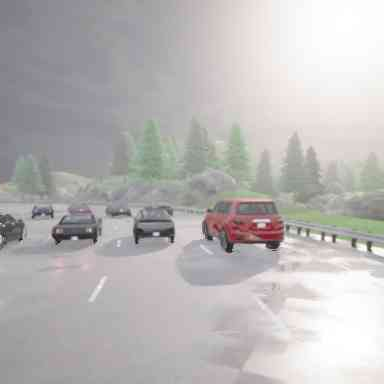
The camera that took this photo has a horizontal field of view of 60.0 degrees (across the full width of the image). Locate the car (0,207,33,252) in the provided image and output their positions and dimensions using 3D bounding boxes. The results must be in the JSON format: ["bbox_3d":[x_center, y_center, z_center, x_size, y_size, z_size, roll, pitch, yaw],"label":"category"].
[{"bbox_3d":[-8.644,1.607,14.286,1.837,1.490,4.892,0,0,-11],"label":"car"}]

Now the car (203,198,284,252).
[{"bbox_3d":[2.000,1.287,14.455,2.150,2.045,5.566,0,0,-10],"label":"car"}]

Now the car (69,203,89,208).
[{"bbox_3d":[-11.658,1.776,34.266,1.994,1.385,4.181,0,0,-25],"label":"car"}]

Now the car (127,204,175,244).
[{"bbox_3d":[-1.983,1.581,16.515,2.128,1.511,4.902,0,0,-11],"label":"car"}]

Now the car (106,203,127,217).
[{"bbox_3d":[-7.559,1.759,33.739,1.994,1.385,4.181,0,0,-23],"label":"car"}]

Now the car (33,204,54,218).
[{"bbox_3d":[-14.744,1.816,32.841,1.895,1.301,4.718,0,0,-25],"label":"car"}]

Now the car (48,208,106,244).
[{"bbox_3d":[-5.471,1.702,16.413,1.895,1.301,4.718,0,0,-12],"label":"car"}]

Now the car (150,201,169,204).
[{"bbox_3d":[-3.299,1.679,32.604,1.837,1.490,4.892,0,0,-22],"label":"car"}]
